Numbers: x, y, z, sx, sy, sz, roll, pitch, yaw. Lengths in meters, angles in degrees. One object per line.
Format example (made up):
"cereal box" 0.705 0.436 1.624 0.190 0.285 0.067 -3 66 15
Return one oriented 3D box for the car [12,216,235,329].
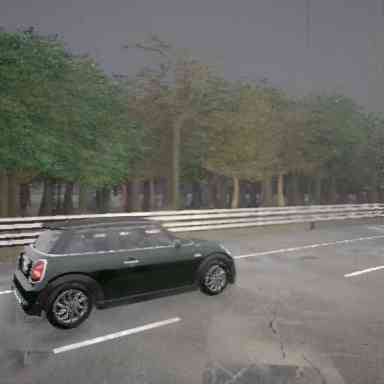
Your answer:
"car" -1.224 1.333 7.140 4.553 1.767 2.097 0 0 -35
